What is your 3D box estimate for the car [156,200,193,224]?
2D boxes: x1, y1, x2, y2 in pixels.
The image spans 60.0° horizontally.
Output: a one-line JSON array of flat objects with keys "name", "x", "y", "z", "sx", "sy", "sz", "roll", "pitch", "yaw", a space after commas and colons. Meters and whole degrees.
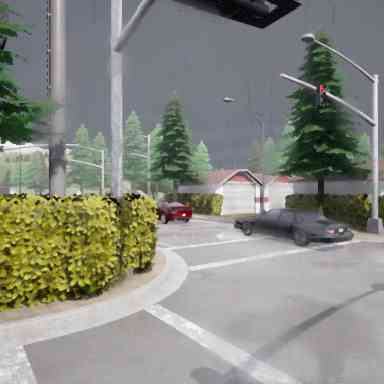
[{"name": "car", "x": -1.945, "y": 1.305, "z": 23.380, "sx": 1.882, "sy": 1.535, "sz": 5.008, "roll": -1, "pitch": 1, "yaw": -35}]

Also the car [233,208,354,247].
[{"name": "car", "x": 4.253, "y": 1.422, "z": 14.787, "sx": 2.033, "sy": 1.411, "sz": 5.357, "roll": 0, "pitch": 2, "yaw": -35}]
